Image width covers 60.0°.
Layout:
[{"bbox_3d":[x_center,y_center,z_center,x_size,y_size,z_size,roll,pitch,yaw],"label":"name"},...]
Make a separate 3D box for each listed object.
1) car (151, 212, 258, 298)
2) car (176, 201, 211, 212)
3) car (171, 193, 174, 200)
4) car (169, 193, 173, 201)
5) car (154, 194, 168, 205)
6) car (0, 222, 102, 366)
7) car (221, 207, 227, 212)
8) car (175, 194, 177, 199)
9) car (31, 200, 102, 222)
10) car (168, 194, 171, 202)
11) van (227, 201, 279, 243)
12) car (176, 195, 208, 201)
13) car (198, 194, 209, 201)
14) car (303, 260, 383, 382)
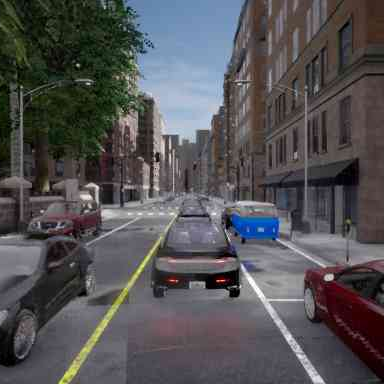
[{"bbox_3d":[0.098,1.490,8.513,2.128,1.511,4.902,0,0,0],"label":"car"},{"bbox_3d":[0.093,1.485,18.452,2.128,1.511,4.902,0,0,0],"label":"car"},{"bbox_3d":[-5.691,1.491,75.611,1.887,1.381,4.507,0,0,0],"label":"car"},{"bbox_3d":[-5.689,1.493,70.160,1.887,1.381,4.507,0,0,0],"label":"car"},{"bbox_3d":[-5.686,1.480,59.088,1.752,1.417,4.829,0,0,0],"label":"car"},{"bbox_3d":[-3.100,1.525,5.931,1.812,1.442,4.674,0,0,0],"label":"car"},{"bbox_3d":[2.849,1.557,21.272,1.947,1.339,4.313,0,0,0],"label":"car"},{"bbox_3d":[-5.694,1.496,86.512,2.008,1.369,4.403,0,0,0],"label":"car"},{"bbox_3d":[-5.674,1.310,15.570,2.192,1.841,5.009,0,0,0],"label":"car"},{"bbox_3d":[-5.688,1.502,64.709,2.008,1.369,4.403,0,0,0],"label":"car"},{"bbox_3d":[2.850,1.336,15.612,1.690,1.788,3.998,0,0,0],"label":"van"},{"bbox_3d":[-0.009,1.338,27.629,2.097,1.767,4.553,0,0,0],"label":"car"},{"bbox_3d":[2.833,1.387,75.649,1.967,1.590,4.097,0,0,0],"label":"car"},{"bbox_3d":[2.853,1.544,4.291,1.887,1.381,4.507,0,0,0],"label":"car"}]
